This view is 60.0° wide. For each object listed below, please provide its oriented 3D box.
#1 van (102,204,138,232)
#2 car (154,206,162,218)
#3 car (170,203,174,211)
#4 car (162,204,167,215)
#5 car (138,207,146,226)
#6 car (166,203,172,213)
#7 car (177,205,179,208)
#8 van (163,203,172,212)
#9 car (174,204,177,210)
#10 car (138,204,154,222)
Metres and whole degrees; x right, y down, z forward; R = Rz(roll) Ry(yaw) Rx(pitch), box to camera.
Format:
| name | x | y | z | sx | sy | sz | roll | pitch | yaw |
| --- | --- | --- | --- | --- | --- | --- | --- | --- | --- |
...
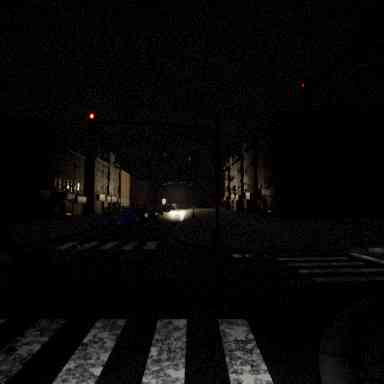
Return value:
| name | x | y | z | sx | sy | sz | roll | pitch | yaw |
| --- | --- | --- | --- | --- | --- | --- | --- | --- | --- |
| van | -5.396 | 1.904 | 24.447 | 1.690 | 1.788 | 3.998 | 2 | -2 | 0 |
| car | -5.453 | 2.666 | 43.318 | 1.887 | 1.381 | 4.507 | 2 | -2 | 0 |
| car | -5.523 | 3.417 | 69.760 | 1.967 | 1.590 | 4.097 | 1 | -2 | 0 |
| car | -5.483 | 3.034 | 53.893 | 1.802 | 1.307 | 4.206 | 2 | -2 | 0 |
| car | -5.411 | 2.210 | 27.760 | 2.008 | 1.369 | 4.403 | 2 | -2 | 0 |
| car | -5.511 | 3.343 | 64.469 | 1.887 | 1.381 | 4.507 | 1 | -2 | 0 |
| car | -5.578 | 4.040 | 90.912 | 2.192 | 1.841 | 5.009 | 1 | -2 | 0 |
| van | -5.535 | 3.500 | 75.051 | 1.690 | 1.788 | 3.998 | 1 | -2 | 0 |
| car | -5.568 | 4.084 | 85.618 | 2.008 | 1.369 | 4.403 | 1 | -2 | 0 |
| car | -5.417 | 2.120 | 32.749 | 2.192 | 1.841 | 5.009 | 2 | -2 | 0 |
